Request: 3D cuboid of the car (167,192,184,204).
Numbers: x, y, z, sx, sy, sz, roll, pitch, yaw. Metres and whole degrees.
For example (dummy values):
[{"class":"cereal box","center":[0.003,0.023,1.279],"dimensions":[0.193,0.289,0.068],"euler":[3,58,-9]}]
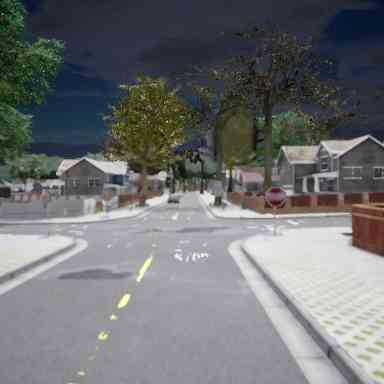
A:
[{"class":"car","center":[-2.751,1.107,50.158],"dimensions":[2.033,1.411,5.357],"euler":[0,1,0]}]
